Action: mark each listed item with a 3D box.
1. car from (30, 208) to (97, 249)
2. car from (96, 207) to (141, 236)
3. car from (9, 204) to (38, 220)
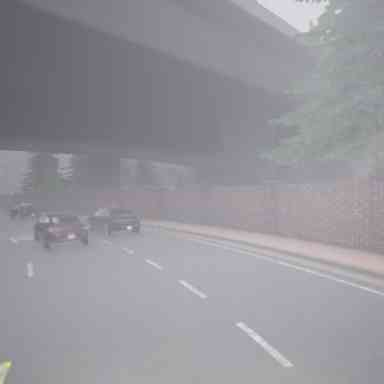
[{"bbox_3d":[-6.180,1.681,15.591,1.812,1.442,4.674,-1,0,-32],"label":"car"},{"bbox_3d":[-4.628,1.626,19.372,1.837,1.490,4.892,-1,0,-34],"label":"car"},{"bbox_3d":[-16.525,1.918,32.866,1.837,1.490,4.892,-1,0,-44],"label":"car"}]
